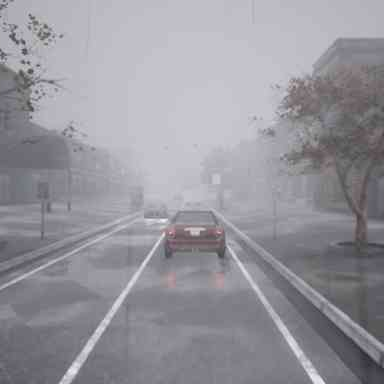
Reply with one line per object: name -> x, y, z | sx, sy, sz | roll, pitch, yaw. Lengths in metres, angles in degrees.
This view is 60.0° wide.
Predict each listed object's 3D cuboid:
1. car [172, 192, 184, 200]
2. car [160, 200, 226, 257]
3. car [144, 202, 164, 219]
car -> -2.991, 1.101, 71.941 | 2.150, 2.045, 5.566 | 0, 1, 0
car -> 0.102, 1.372, 13.095 | 2.097, 1.767, 4.553 | 0, 0, 0
car -> -3.093, 1.609, 29.696 | 1.994, 1.385, 4.181 | 0, 0, 0
